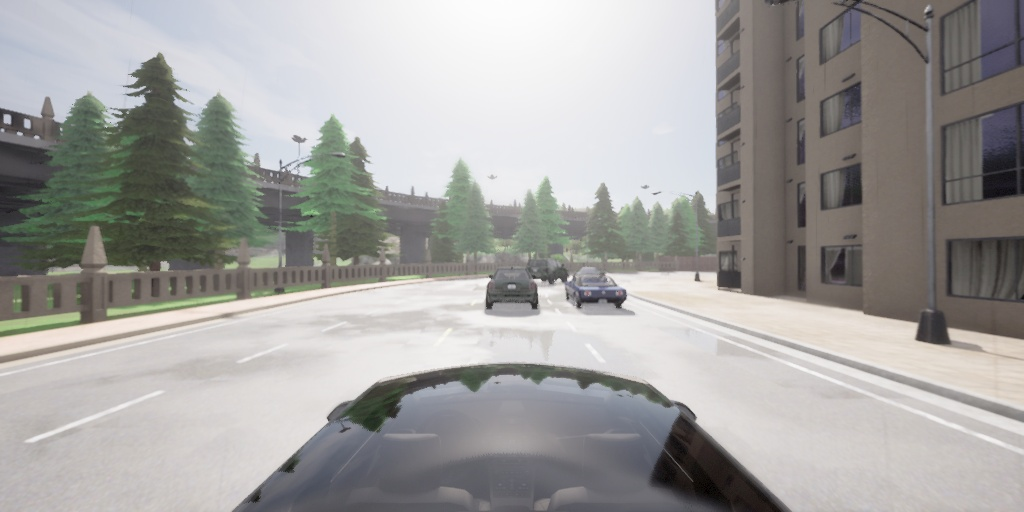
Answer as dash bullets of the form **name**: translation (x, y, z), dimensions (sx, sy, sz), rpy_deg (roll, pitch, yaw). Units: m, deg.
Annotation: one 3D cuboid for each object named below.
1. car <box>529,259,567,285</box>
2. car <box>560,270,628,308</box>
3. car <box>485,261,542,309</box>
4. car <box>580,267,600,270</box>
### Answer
- **car**: translation (2.923, 1.227, 29.653), dimensions (2.150, 2.045, 5.566), rpy_deg (0, 0, 26)
- **car**: translation (3.513, 1.483, 15.951), dimensions (1.895, 1.301, 4.718), rpy_deg (0, 0, 1)
- **car**: translation (0.018, 1.232, 15.925), dimensions (2.097, 1.767, 4.553), rpy_deg (0, -1, 1)
- **car**: translation (6.226, 1.562, 28.372), dimensions (1.994, 1.385, 4.181), rpy_deg (0, -1, 27)
